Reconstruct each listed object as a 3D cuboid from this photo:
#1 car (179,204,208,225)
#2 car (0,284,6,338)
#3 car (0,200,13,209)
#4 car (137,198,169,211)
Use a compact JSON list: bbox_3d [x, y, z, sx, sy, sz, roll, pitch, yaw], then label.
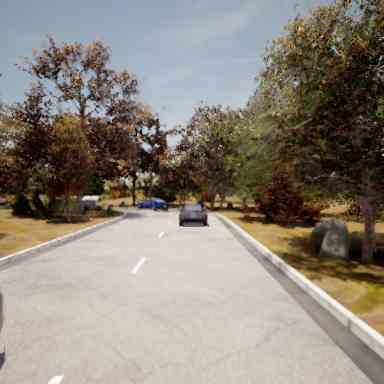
[{"bbox_3d":[0.069,1.542,23.769,1.994,1.385,4.181,0,0,-1],"label":"car"},{"bbox_3d":[-3.349,1.491,2.362,2.128,1.511,4.902,0,0,0],"label":"car"},{"bbox_3d":[-24.480,1.640,41.650,4.902,1.511,2.128,-1,-3,1],"label":"car"},{"bbox_3d":[-4.804,1.538,40.422,1.882,1.535,5.008,4,-3,-42],"label":"car"}]
